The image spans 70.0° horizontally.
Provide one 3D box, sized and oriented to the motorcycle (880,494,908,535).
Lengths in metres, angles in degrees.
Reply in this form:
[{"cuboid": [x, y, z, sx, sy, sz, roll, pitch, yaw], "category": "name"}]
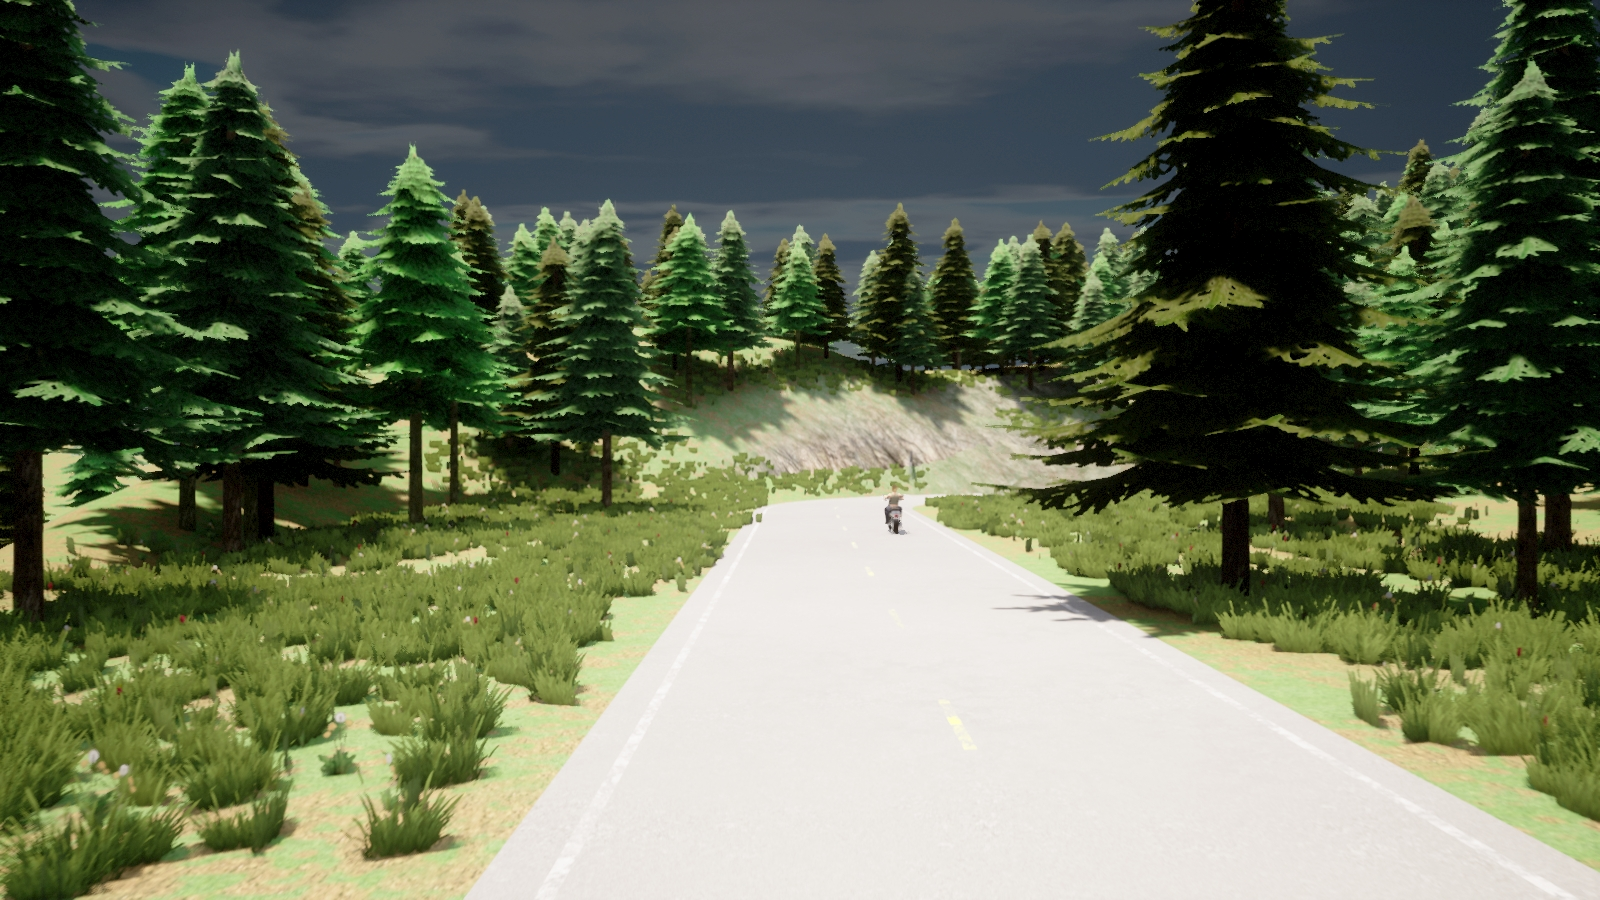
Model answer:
[{"cuboid": [3.195, 2.177, 39.102, 0.764, 1.277, 2.356, 0, 0, 0], "category": "motorcycle"}]
